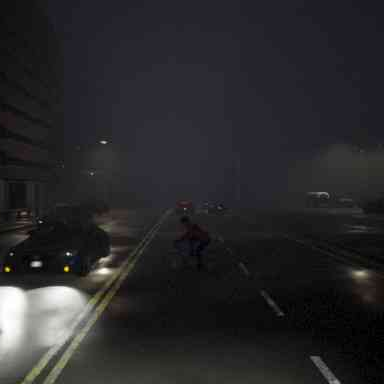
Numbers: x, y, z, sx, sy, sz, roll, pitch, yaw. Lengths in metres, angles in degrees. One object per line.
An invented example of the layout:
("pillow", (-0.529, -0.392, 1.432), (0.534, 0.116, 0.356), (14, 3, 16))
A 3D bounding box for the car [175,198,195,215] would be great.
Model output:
("car", (-0.717, 1.564, 33.494), (1.994, 1.385, 4.181), (0, 0, -2))

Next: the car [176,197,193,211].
("car", (-0.950, 1.492, 42.490), (2.128, 1.511, 4.902), (0, 0, -1))

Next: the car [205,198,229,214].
("car", (2.699, 1.564, 34.994), (1.994, 1.385, 4.181), (0, 0, -1))

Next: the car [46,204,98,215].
("car", (-7.586, 1.548, 20.556), (2.033, 1.411, 5.357), (0, 0, -1))

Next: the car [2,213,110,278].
("car", (-3.818, 1.564, 10.062), (1.994, 1.385, 4.181), (0, 0, -1))

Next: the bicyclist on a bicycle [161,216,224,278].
("bicyclist on a bicycle", (-0.005, 1.454, 8.716), (1.656, 1.620, 0.582), (-2, 0, -1))

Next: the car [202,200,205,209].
("car", (2.413, 1.547, 44.227), (2.033, 1.411, 5.357), (0, 0, -1))
